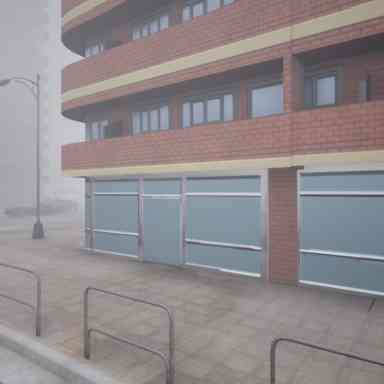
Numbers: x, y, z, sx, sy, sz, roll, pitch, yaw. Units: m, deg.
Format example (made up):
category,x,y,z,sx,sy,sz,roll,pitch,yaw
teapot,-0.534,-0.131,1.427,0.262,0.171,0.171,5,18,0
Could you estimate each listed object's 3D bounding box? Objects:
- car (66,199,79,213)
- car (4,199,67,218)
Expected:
category,x,y,z,sx,sy,sz,roll,pitch,yaw
car,-14.419,1.505,35.459,1.837,1.490,4.892,0,0,36
car,-14.135,1.601,29.923,1.895,1.301,4.718,0,0,36
